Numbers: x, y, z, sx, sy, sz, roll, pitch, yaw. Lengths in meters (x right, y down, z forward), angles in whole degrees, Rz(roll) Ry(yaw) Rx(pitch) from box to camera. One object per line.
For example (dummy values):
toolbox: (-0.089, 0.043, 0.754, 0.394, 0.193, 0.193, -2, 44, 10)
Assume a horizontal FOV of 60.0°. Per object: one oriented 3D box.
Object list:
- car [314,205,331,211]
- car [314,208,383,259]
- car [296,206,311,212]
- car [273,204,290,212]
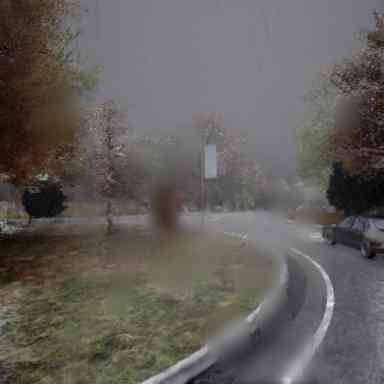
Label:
car: (27.738, 3.951, 71.297, 2.150, 2.045, 5.566, -1, -5, 32)
car: (6.787, 1.558, 12.677, 2.033, 1.411, 5.357, -1, 0, 0)
car: (24.371, 3.943, 72.523, 2.150, 2.045, 5.566, -1, -5, 32)
car: (16.088, 2.972, 59.535, 1.837, 1.490, 4.892, -1, -5, 33)
